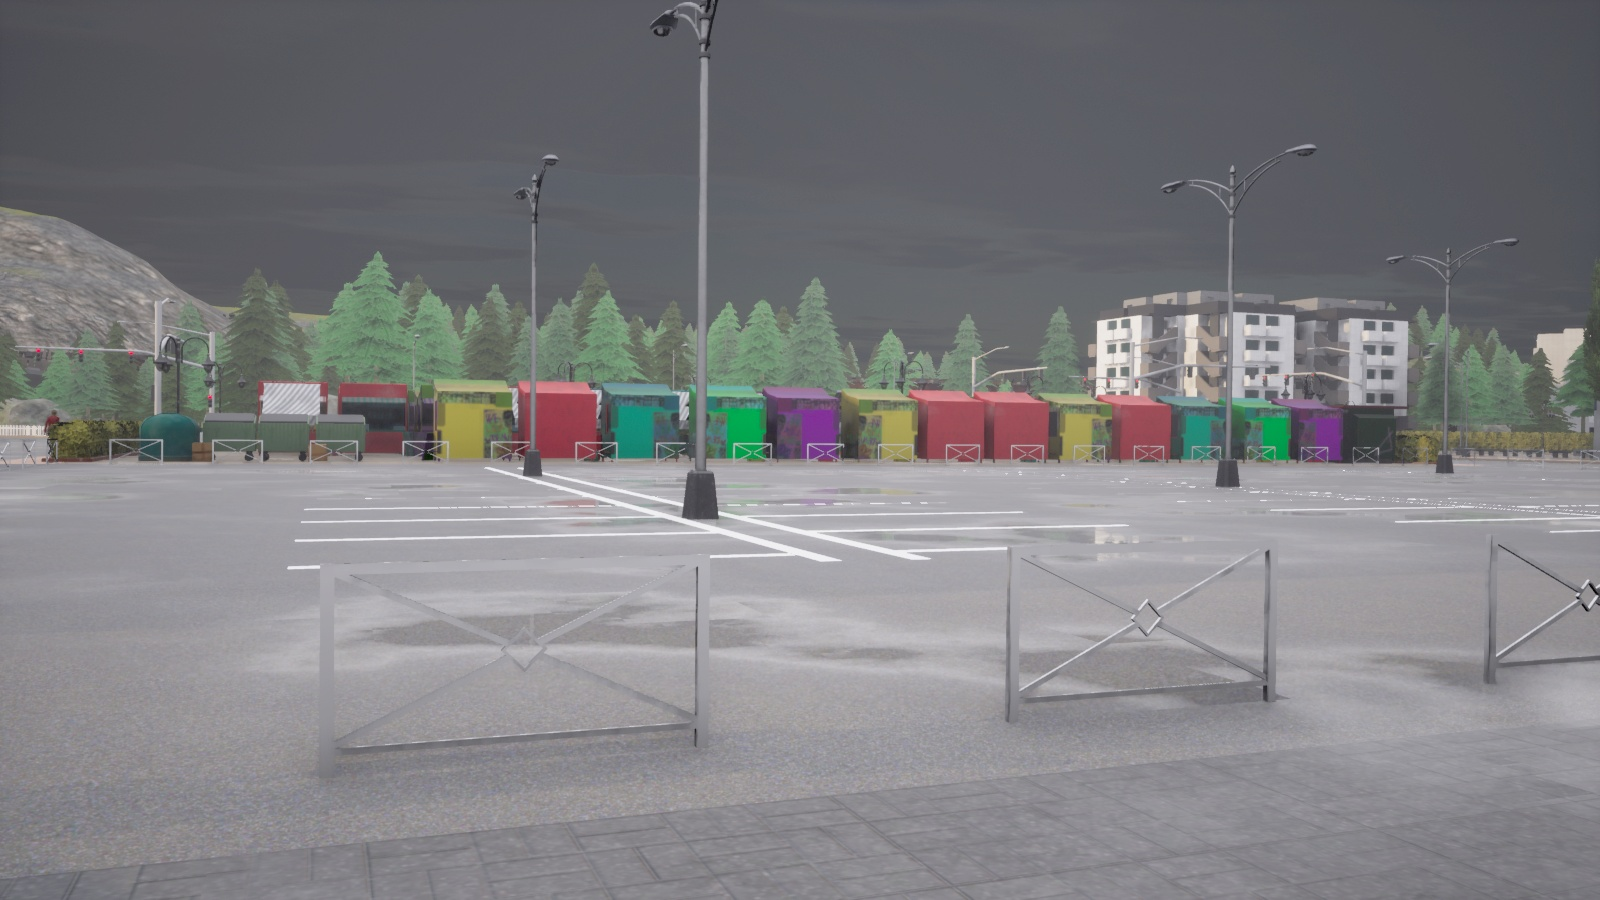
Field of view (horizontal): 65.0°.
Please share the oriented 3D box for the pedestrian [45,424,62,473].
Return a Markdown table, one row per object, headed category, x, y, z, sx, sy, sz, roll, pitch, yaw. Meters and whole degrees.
| category | x | y | z | sx | sy | sz | roll | pitch | yaw |
| --- | --- | --- | --- | --- | --- | --- | --- | --- | --- |
| pedestrian | -28.449 | -0.075 | 47.886 | 0.331 | 1.846 | 0.636 | -1 | 1 | -11 |
